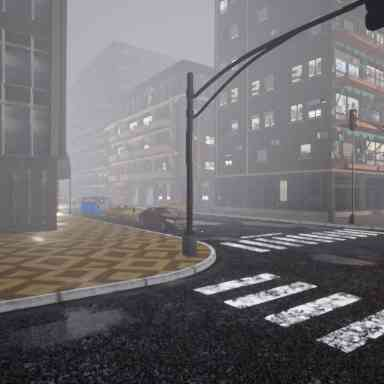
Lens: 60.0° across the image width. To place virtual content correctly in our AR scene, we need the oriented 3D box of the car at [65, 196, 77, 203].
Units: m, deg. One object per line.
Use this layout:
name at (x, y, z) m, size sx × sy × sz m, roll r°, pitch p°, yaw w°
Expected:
car at (-21.454, 1.447, 61.616) m, size 1.752 × 1.417 × 4.829 m, roll 0°, pitch 0°, yaw -36°

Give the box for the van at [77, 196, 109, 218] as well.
van at (-8.352, 1.265, 28.983) m, size 1.690 × 1.788 × 3.998 m, roll 0°, pitch 0°, yaw -36°

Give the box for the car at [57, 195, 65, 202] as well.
car at (-27.958, 1.360, 70.681) m, size 1.967 × 1.590 × 4.097 m, roll 0°, pitch 0°, yaw -36°

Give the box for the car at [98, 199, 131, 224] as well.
car at (-4.952, 1.459, 24.242) m, size 1.752 × 1.417 × 4.829 m, roll 0°, pitch 0°, yaw -36°

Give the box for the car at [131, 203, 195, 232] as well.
car at (-1.750, 1.526, 19.779) m, size 1.802 × 1.307 × 4.206 m, roll 0°, pitch 0°, yaw -36°

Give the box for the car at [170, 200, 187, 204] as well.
car at (-1.644, 1.488, 34.006) m, size 1.752 × 1.417 × 4.829 m, roll 0°, pitch 0°, yaw -36°
